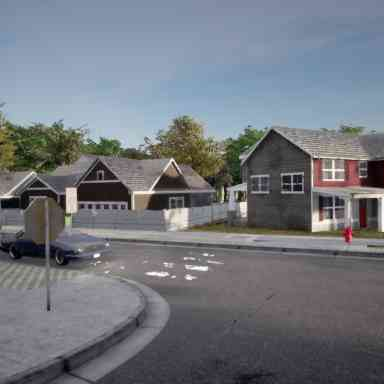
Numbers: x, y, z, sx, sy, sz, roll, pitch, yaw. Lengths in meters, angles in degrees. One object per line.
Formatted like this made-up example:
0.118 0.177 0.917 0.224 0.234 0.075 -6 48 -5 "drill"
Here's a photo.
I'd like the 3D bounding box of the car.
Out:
-5.880 2.089 13.984 5.357 1.411 2.033 -2 0 31 "car"
